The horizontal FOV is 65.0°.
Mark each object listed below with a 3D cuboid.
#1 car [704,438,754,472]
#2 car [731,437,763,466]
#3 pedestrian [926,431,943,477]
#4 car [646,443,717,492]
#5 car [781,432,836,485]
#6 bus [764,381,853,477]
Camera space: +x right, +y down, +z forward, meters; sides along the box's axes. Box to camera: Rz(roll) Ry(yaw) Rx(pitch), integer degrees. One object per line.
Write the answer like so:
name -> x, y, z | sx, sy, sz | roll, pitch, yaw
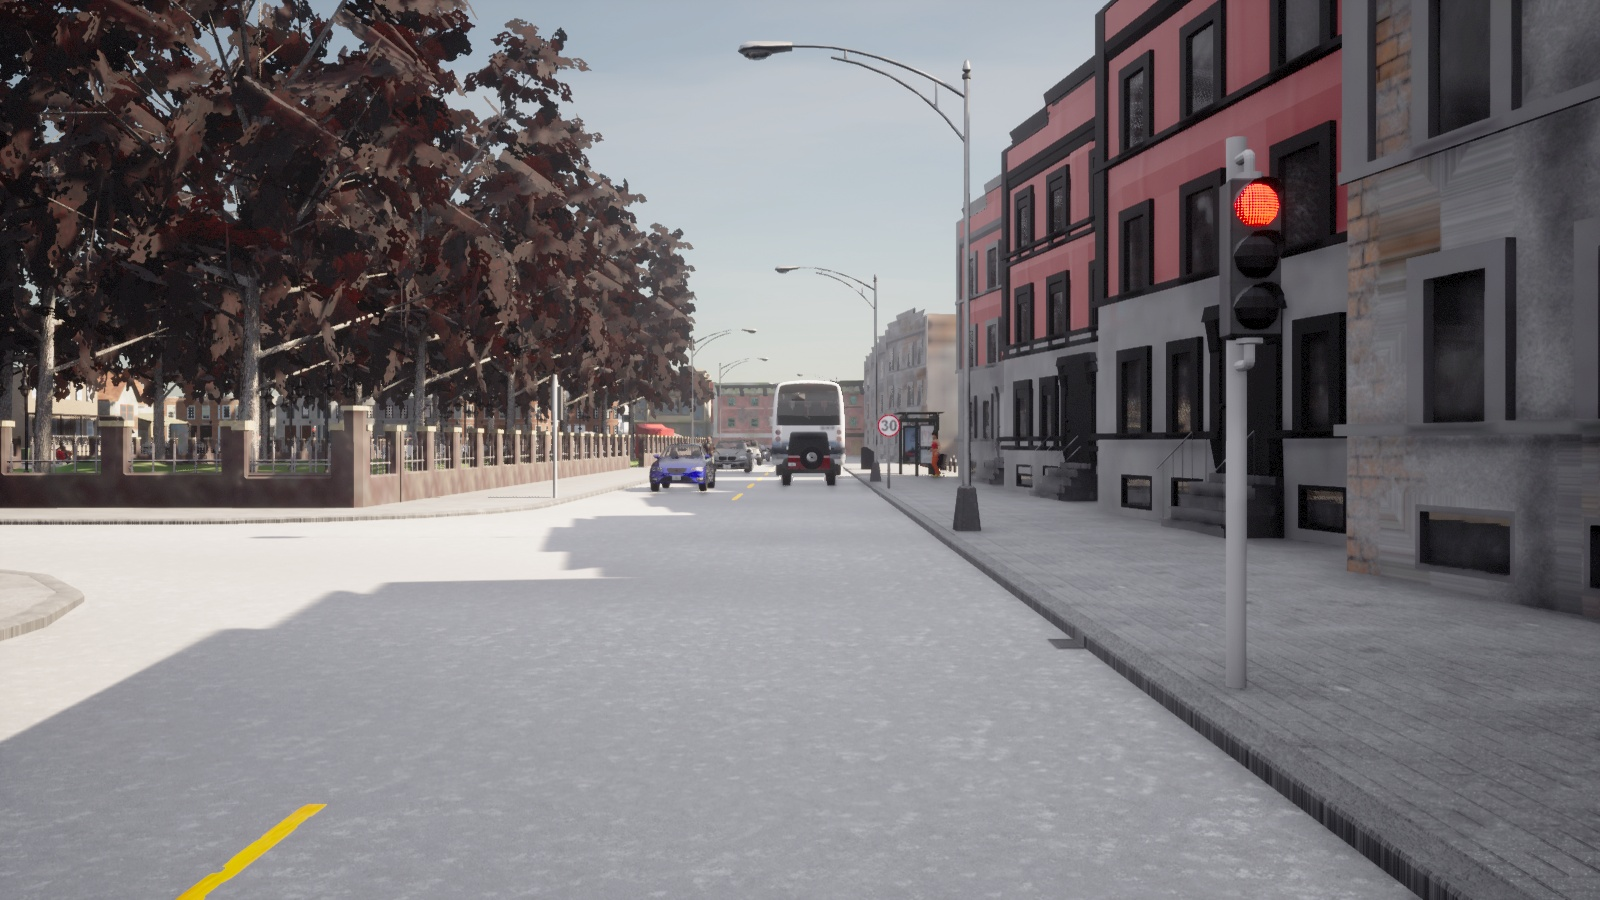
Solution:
car -> -3.576, 0.227, 63.915 | 2.242, 1.667, 4.611 | 0, 0, 0
car -> -3.460, 0.093, 82.737 | 1.932, 1.855, 4.605 | 0, 0, 0
pedestrian -> 5.434, 0.174, 50.628 | 0.594, 1.836, 0.345 | 0, 0, -26
car -> -3.717, 0.530, 40.145 | 1.816, 1.474, 4.193 | 0, 0, 1
car -> 0.314, 0.285, 45.642 | 1.905, 1.878, 3.866 | 0, 0, 0
bus -> 0.403, -0.972, 60.639 | 3.944, 4.253, 10.273 | 0, 0, 0
